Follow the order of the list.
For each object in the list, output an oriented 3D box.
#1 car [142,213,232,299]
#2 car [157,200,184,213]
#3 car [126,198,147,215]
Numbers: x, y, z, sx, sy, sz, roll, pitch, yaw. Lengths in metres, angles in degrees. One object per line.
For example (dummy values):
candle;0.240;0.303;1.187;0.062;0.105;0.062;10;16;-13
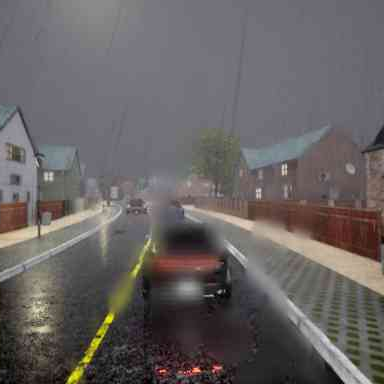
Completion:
car;-0.161;1.513;8.498;1.837;1.490;4.892;0;0;-2
car;-1.847;1.426;27.957;2.097;1.767;4.553;0;0;-7
car;-5.891;1.459;35.339;2.097;1.767;4.553;0;0;-9
